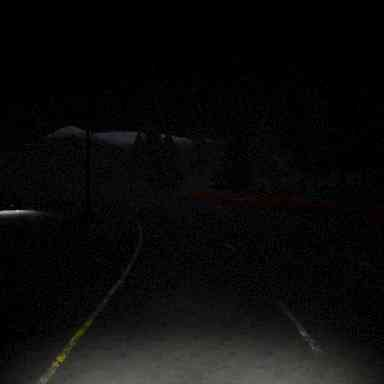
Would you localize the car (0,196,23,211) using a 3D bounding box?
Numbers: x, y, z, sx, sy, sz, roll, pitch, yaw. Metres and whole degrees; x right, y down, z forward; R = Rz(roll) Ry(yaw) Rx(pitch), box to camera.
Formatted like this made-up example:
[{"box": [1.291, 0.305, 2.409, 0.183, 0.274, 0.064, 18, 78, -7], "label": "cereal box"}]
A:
[{"box": [-18.521, 1.128, 33.894, 1.994, 1.385, 4.181, -1, 1, -32], "label": "car"}]
